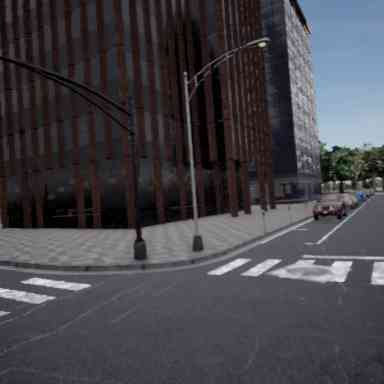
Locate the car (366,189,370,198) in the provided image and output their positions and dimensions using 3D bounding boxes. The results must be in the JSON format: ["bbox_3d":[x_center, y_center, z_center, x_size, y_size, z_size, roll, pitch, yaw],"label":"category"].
[{"bbox_3d":[27.408,0.795,54.416,2.008,1.369,4.403,-5,-2,30],"label":"car"}]

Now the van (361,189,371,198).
[{"bbox_3d":[38.382,0.219,73.187,1.690,1.788,3.998,-5,-2,30],"label":"van"}]

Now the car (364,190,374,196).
[{"bbox_3d":[43.893,0.262,82.565,1.947,1.339,4.313,-5,-2,30],"label":"car"}]

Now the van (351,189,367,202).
[{"bbox_3d":[24.646,0.678,49.729,1.690,1.788,3.998,-5,-2,30],"label":"van"}]

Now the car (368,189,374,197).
[{"bbox_3d":[35.651,0.534,68.490,1.947,1.339,4.313,-5,-2,30],"label":"car"}]

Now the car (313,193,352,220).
[{"bbox_3d":[10.908,1.118,26.271,2.192,1.841,5.009,-5,-2,30],"label":"car"}]

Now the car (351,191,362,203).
[{"bbox_3d":[19.079,1.051,40.194,1.752,1.417,4.829,-5,-2,30],"label":"car"}]

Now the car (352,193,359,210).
[{"bbox_3d":[16.422,1.197,35.648,1.802,1.307,4.206,-5,-2,30],"label":"car"}]
